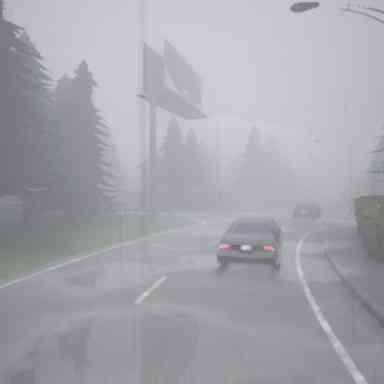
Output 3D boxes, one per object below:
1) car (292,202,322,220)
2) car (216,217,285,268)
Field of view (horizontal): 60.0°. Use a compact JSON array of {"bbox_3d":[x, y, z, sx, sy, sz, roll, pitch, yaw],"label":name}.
[{"bbox_3d":[9.903,1.558,28.535,1.994,1.385,4.181,1,0,27],"label":"car"},{"bbox_3d":[2.128,1.550,11.370,2.033,1.411,5.357,0,0,16],"label":"car"}]
